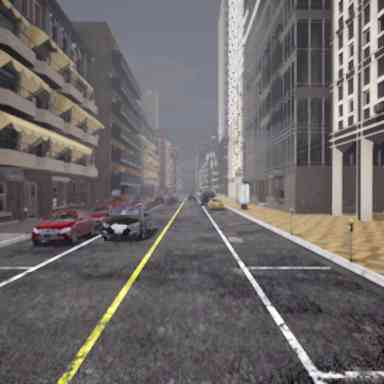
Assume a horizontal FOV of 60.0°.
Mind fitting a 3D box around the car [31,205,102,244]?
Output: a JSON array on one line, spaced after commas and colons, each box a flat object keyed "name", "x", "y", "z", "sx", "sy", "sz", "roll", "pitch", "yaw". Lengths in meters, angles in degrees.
[{"name": "car", "x": -5.695, "y": 1.489, "z": 15.208, "sx": 1.802, "sy": 1.307, "sz": 4.206, "roll": 0, "pitch": 0, "yaw": 0}]

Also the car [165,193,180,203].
[{"name": "car", "x": -3.070, "y": 1.234, "z": 57.727, "sx": 1.994, "sy": 1.385, "sz": 4.181, "roll": 0, "pitch": 0, "yaw": 0}]

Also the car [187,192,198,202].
[{"name": "car", "x": -0.018, "y": 1.156, "z": 66.503, "sx": 1.812, "sy": 1.442, "sz": 4.674, "roll": 0, "pitch": 0, "yaw": 0}]

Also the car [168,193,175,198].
[{"name": "car", "x": -5.716, "y": 1.069, "z": 94.286, "sx": 1.802, "sy": 1.307, "sz": 4.206, "roll": 0, "pitch": 0, "yaw": 0}]

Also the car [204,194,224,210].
[{"name": "car", "x": 2.680, "y": 1.305, "z": 37.974, "sx": 1.752, "sy": 1.417, "sz": 4.829, "roll": 0, "pitch": 0, "yaw": 0}]

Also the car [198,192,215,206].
[{"name": "car", "x": 2.381, "y": 0.948, "z": 48.639, "sx": 2.150, "sy": 2.045, "sz": 5.566, "roll": 0, "pitch": 0, "yaw": 0}]

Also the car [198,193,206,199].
[{"name": "car", "x": 2.666, "y": 1.060, "z": 88.640, "sx": 1.887, "sy": 1.381, "sz": 4.507, "roll": 0, "pitch": 0, "yaw": 0}]

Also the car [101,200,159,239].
[{"name": "car", "x": -3.105, "y": 1.391, "z": 16.548, "sx": 2.128, "sy": 1.511, "sz": 4.902, "roll": 0, "pitch": 0, "yaw": 0}]

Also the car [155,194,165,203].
[{"name": "car", "x": -5.707, "y": 1.222, "z": 60.395, "sx": 1.947, "sy": 1.339, "sz": 4.313, "roll": 0, "pitch": 0, "yaw": 0}]

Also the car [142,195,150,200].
[{"name": "car", "x": -5.701, "y": 1.220, "z": 37.802, "sx": 1.967, "sy": 1.590, "sz": 4.097, "roll": 0, "pitch": 0, "yaw": 0}]

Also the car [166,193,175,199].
[{"name": "car", "x": -5.715, "y": 0.955, "z": 88.637, "sx": 1.967, "sy": 1.590, "sz": 4.097, "roll": 0, "pitch": 0, "yaw": 0}]

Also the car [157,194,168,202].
[{"name": "car", "x": -5.709, "y": 1.153, "z": 65.874, "sx": 1.752, "sy": 1.417, "sz": 4.829, "roll": 0, "pitch": 0, "yaw": 0}]

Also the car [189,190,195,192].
[{"name": "car", "x": -0.023, "y": 0.603, "z": 86.275, "sx": 2.150, "sy": 2.045, "sz": 5.566, "roll": 0, "pitch": 0, "yaw": 0}]

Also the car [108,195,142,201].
[{"name": "car", "x": -5.698, "y": 1.158, "z": 26.503, "sx": 2.192, "sy": 1.841, "sz": 5.009, "roll": 0, "pitch": 0, "yaw": 0}]
